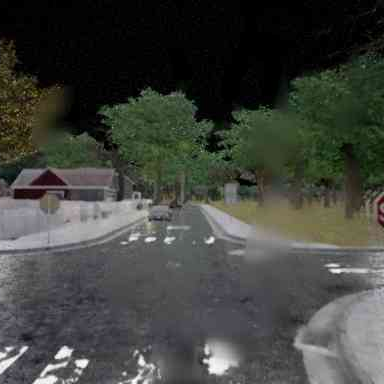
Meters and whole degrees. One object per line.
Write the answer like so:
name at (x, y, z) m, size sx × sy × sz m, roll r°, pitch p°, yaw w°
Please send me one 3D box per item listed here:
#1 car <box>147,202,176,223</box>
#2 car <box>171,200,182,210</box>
car at (-2.728, 1.877, 29.311) m, size 1.837 × 1.490 × 4.892 m, roll 0°, pitch 0°, yaw 0°
car at (-2.709, 2.118, 55.146) m, size 1.882 × 1.535 × 5.008 m, roll 0°, pitch -1°, yaw 0°
